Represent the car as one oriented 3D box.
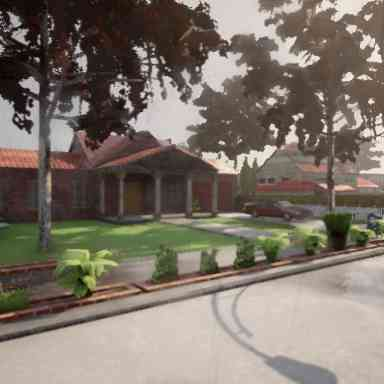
[{"bbox_3d":[6.191,1.325,24.422,2.033,1.415,5.357,0,0,-35],"label":"car"}]
